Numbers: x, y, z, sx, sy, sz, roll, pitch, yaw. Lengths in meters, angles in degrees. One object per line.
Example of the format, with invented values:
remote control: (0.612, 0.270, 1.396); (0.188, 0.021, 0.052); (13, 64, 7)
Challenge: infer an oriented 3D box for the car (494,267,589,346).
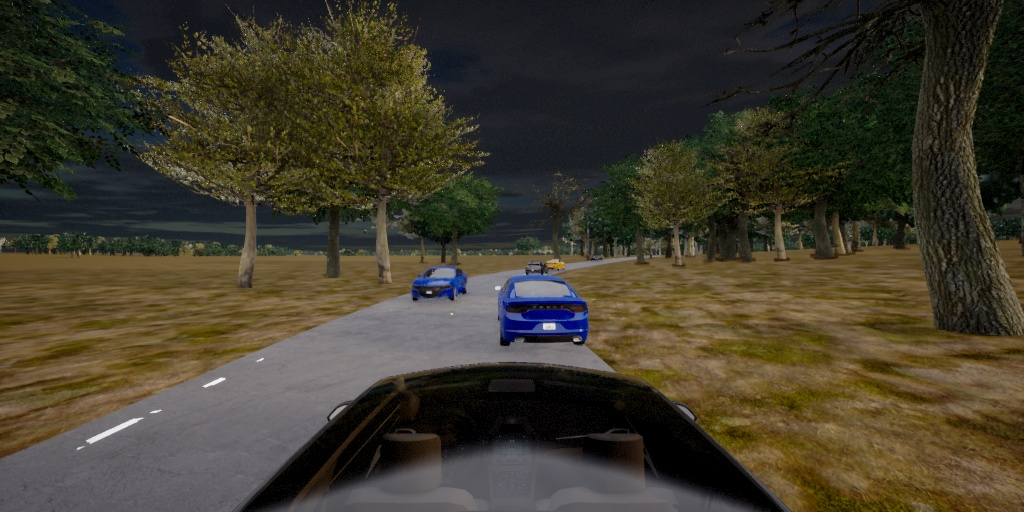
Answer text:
car: (0.585, 1.228, 9.491); (1.882, 1.535, 5.008); (0, 0, -3)

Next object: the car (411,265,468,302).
car: (-3.336, 1.227, 17.254); (1.882, 1.535, 5.008); (0, 0, 2)

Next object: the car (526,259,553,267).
car: (2.714, 1.233, 38.457); (2.128, 1.511, 4.902); (0, 0, 15)

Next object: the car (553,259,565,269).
car: (5.817, 1.148, 48.347); (1.882, 1.535, 5.008); (0, 1, 21)
